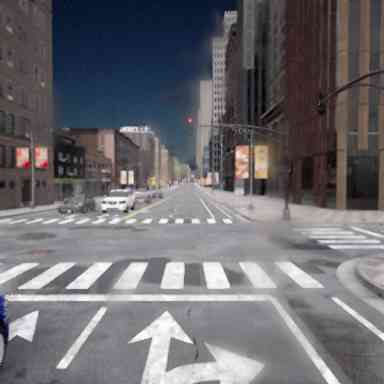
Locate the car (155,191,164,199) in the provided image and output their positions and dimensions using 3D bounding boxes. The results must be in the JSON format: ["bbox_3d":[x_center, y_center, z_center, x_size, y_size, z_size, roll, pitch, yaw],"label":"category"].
[{"bbox_3d":[-6.512,0.602,64.015,1.837,1.490,4.892,0,1,0],"label":"car"}]

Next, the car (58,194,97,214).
[{"bbox_3d":[-9.850,0.938,28.909,2.097,1.767,4.553,0,1,0],"label":"car"}]

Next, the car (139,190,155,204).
[{"bbox_3d":[-6.590,0.878,45.295,1.812,1.442,4.674,0,1,0],"label":"car"}]

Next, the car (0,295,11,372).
[{"bbox_3d":[-3.157,1.445,2.084,1.882,1.535,5.008,0,1,0],"label":"car"}]

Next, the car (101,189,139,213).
[{"bbox_3d":[-6.590,0.780,30.293,2.150,2.045,5.566,0,2,0],"label":"car"}]
